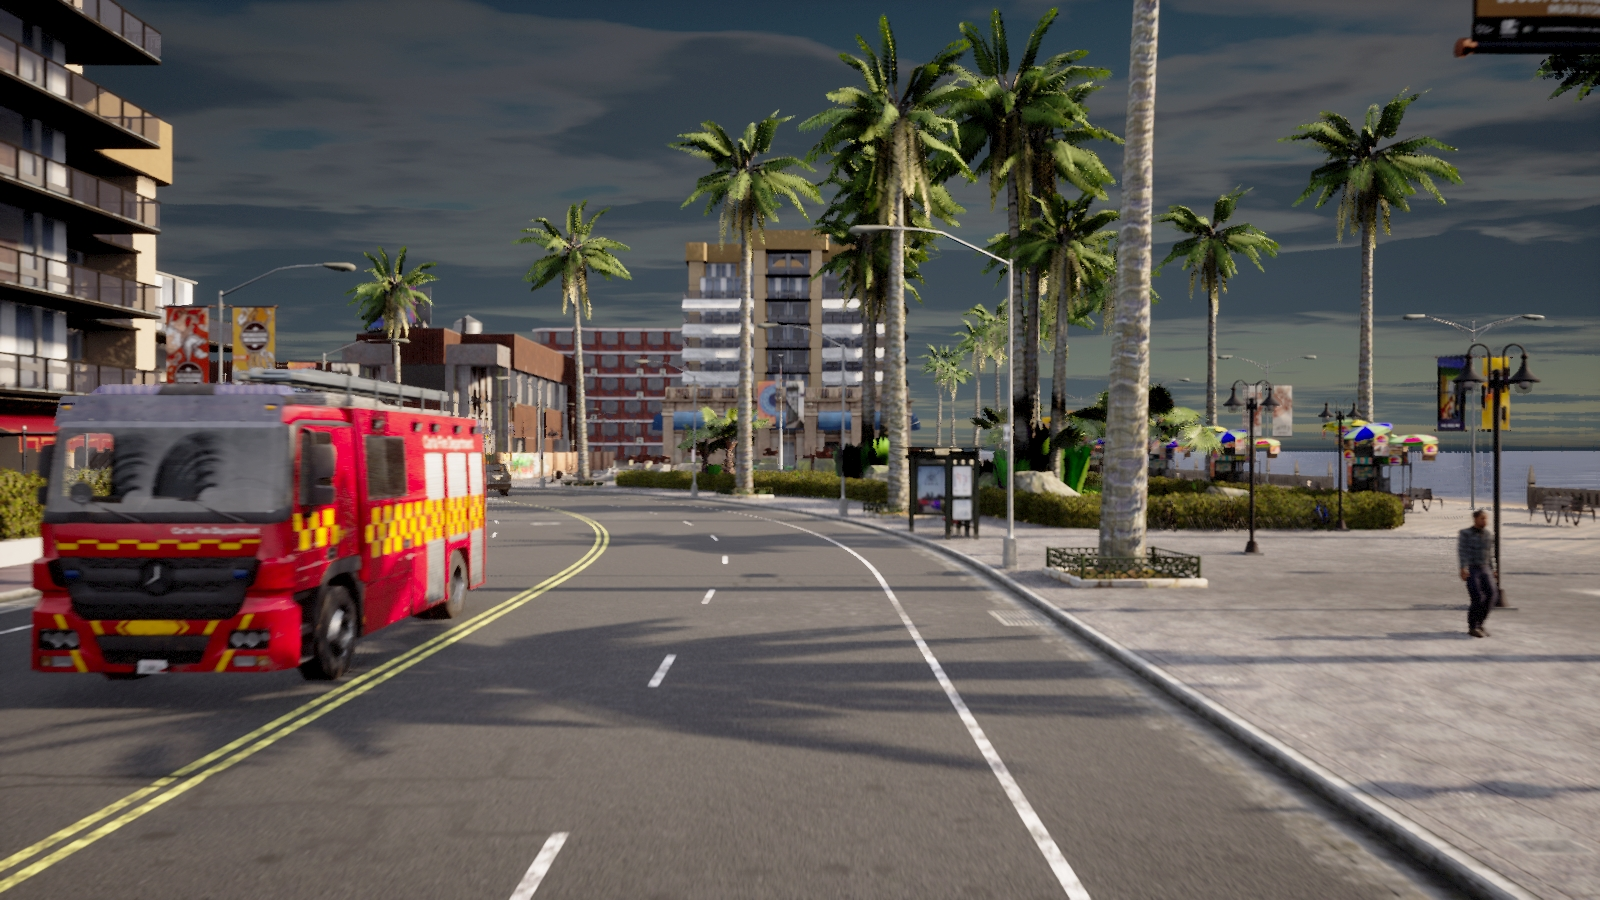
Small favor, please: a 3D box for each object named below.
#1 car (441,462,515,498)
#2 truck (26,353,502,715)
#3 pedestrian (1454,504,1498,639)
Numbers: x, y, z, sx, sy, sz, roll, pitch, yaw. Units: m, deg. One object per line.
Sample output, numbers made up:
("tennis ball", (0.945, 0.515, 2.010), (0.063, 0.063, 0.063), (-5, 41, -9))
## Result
("car", (-19.598, 1.779, 69.422), (2.150, 2.045, 5.566), (0, 0, -41))
("truck", (-6.778, 0.891, 16.328), (2.891, 3.827, 8.468), (0, 0, -1))
("pedestrian", (9.491, 1.696, 16.050), (0.375, 1.860, 0.375), (0, 0, -7))
